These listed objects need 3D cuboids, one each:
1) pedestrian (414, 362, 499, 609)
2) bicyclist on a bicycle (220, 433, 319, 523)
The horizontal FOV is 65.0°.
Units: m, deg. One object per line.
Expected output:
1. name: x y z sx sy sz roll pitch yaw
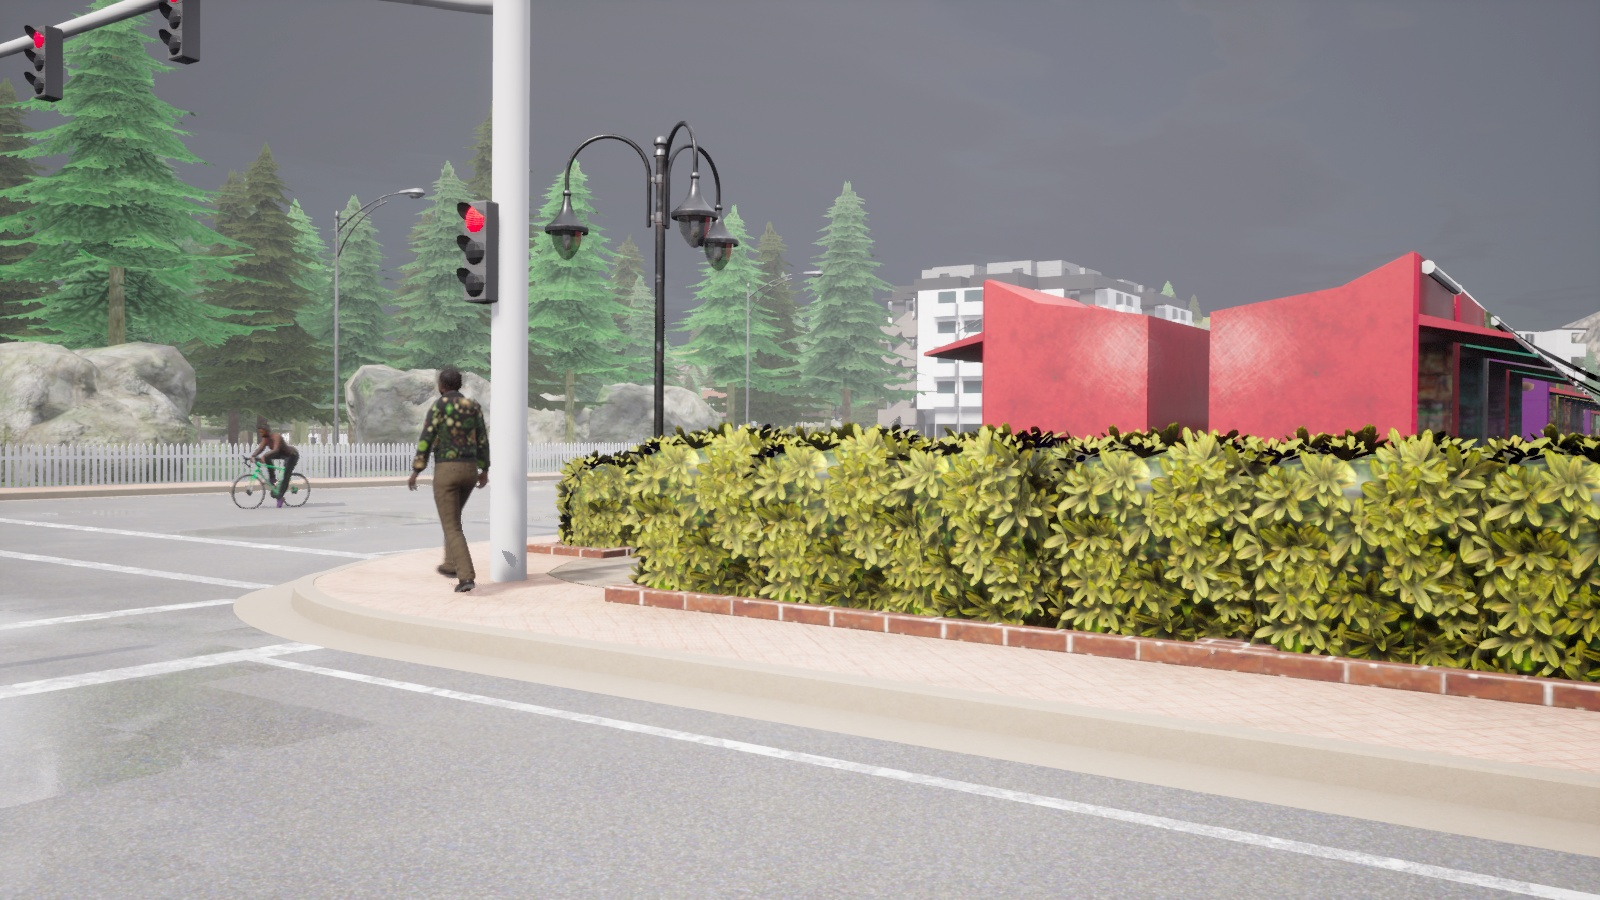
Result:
1. pedestrian: -2.788 0.272 10.179 0.395 1.930 0.692 -1 1 -40
2. bicyclist on a bicycle: -10.070 0.505 23.875 0.582 1.620 1.656 0 1 34
